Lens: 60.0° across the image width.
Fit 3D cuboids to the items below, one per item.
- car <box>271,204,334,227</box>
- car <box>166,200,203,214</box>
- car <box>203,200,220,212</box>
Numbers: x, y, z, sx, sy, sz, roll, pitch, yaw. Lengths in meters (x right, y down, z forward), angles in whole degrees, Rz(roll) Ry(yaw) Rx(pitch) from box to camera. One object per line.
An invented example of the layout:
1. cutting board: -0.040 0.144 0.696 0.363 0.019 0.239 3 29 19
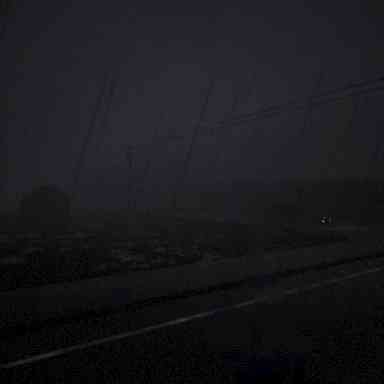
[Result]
1. car: 8.188 1.695 25.022 1.837 1.490 4.892 1 0 -35
2. car: -1.229 1.671 38.684 1.882 1.535 5.008 1 0 -34
3. car: 1.431 1.713 41.311 2.128 1.511 4.902 1 0 -35
